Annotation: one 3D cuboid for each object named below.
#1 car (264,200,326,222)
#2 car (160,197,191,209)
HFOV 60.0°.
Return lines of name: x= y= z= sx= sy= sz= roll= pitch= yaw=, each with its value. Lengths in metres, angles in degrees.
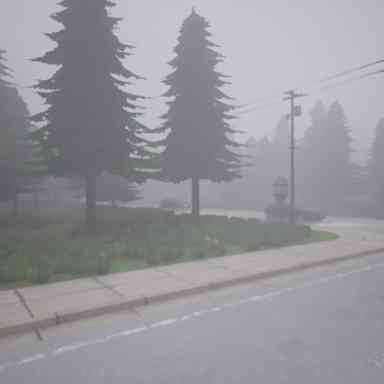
car: x=7.547 y=1.387 z=24.719 sx=1.837 sy=1.490 sz=4.892 roll=0 pitch=0 yaw=-33
car: x=-2.029 y=1.379 z=39.146 sx=2.128 sy=1.511 sz=4.902 roll=0 pitch=0 yaw=-35
